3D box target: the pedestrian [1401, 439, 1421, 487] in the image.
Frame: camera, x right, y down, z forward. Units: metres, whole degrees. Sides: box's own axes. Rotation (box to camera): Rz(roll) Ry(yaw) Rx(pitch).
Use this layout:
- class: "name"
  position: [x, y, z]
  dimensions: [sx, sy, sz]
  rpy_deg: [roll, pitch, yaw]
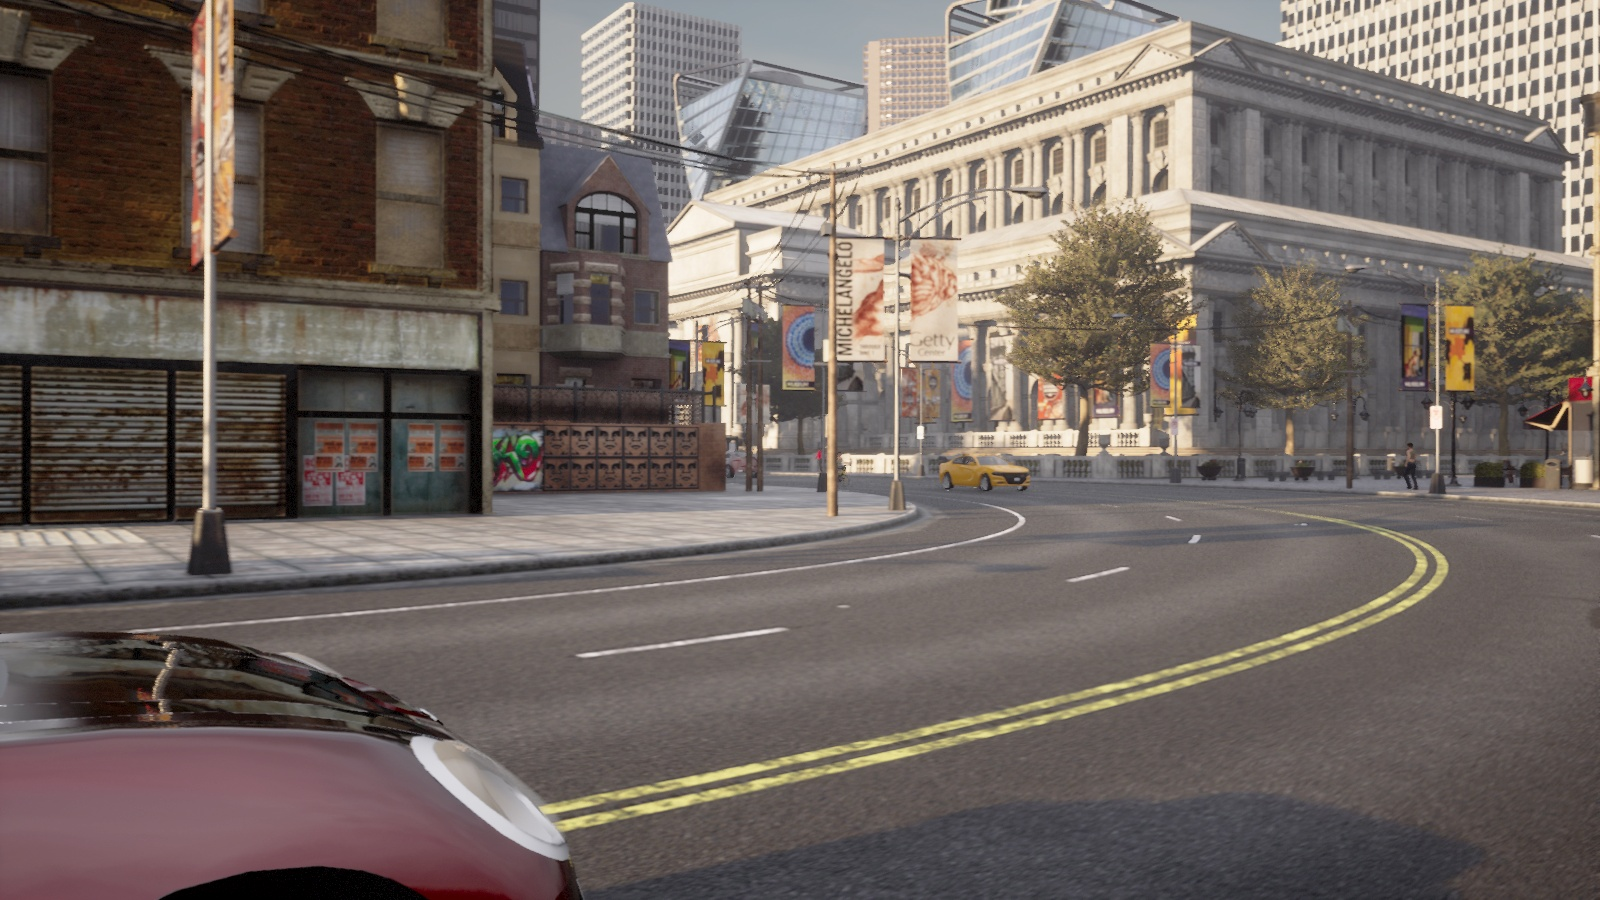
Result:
- class: "pedestrian"
  position: [23.220, 0.488, 47.732]
  dimensions: [0.345, 1.836, 0.594]
  rpy_deg: [0, 0, -16]

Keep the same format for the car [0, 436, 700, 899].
- class: "car"
  position: [-2.311, 0.723, 2.050]
  dimensions: [3.806, 1.475, 1.970]
  rpy_deg: [0, 0, -34]

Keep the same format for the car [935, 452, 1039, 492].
- class: "car"
  position: [7.592, 0.860, 51.563]
  dimensions: [1.882, 1.535, 5.008]
  rpy_deg: [0, 0, -23]

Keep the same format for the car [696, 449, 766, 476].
- class: "car"
  position: [-4.366, 0.774, 78.746]
  dimensions: [2.152, 1.651, 5.027]
  rpy_deg: [0, 0, -32]
